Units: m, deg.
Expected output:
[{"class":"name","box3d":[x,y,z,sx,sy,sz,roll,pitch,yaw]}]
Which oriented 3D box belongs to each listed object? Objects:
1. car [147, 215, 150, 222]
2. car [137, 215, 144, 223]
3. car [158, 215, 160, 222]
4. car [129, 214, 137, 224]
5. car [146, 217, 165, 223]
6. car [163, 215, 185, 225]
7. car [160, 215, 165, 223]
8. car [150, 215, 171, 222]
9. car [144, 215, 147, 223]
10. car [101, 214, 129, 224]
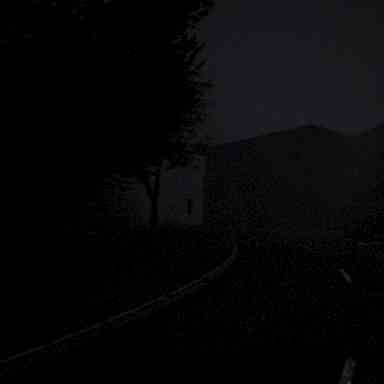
[{"class":"car","box3d":[-12.512,6.619,78.939,5.366,1.575,1.946,1,-4,-2]},{"class":"car","box3d":[-14.121,5.908,73.346,5.566,2.045,2.435,1,-5,-2]},{"class":"car","box3d":[-11.362,6.596,81.797,5.566,2.045,2.435,1,-5,-2]},{"class":"car","box3d":[-15.077,5.669,70.509,5.566,2.045,2.435,1,-4,-3]},{"class":"car","box3d":[-9.523,7.285,87.389,4.792,1.488,2.163,0,-4,-1]},{"class":"car","box3d":[-3.546,5.805,65.509,1.837,1.490,4.892,0,-5,17]},{"class":"car","box3d":[-4.497,6.305,72.331,1.837,1.490,4.892,0,-5,18]},{"class":"car","box3d":[-8.554,7.195,90.214,5.566,2.045,2.435,0,-3,-1]},{"class":"car","box3d":[-13.275,6.269,76.148,4.553,1.767,2.185,1,-5,-2]},{"class":"car","box3d":[-15.934,5.683,67.664,4.892,1.521,2.231,1,-4,-3]}]
